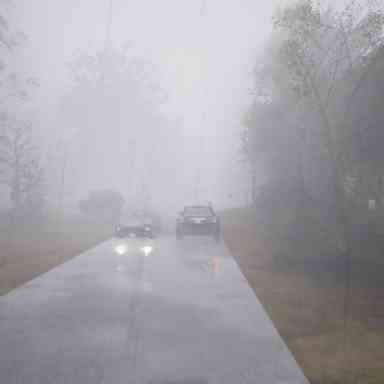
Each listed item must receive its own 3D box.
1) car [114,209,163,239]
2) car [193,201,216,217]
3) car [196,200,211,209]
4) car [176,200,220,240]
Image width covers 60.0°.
[{"bbox_3d":[-2.646,1.609,17.839,2.033,1.411,5.357,0,0,2],"label":"car"},{"bbox_3d":[1.408,1.737,35.398,2.128,1.511,4.902,0,-1,5],"label":"car"},{"bbox_3d":[2.109,2.220,60.556,1.882,1.535,5.008,0,-1,11],"label":"car"},{"bbox_3d":[0.330,1.410,17.565,2.097,1.767,4.553,0,-1,1],"label":"car"}]
